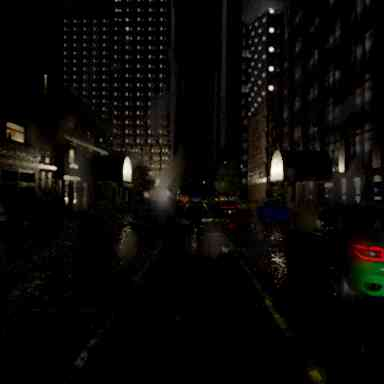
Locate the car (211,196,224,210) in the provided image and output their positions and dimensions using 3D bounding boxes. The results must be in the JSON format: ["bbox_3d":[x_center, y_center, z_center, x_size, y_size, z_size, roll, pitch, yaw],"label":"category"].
[{"bbox_3d":[3.569,1.630,43.999,1.994,1.385,4.181,0,0,1],"label":"car"}]

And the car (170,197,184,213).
[{"bbox_3d":[-2.236,1.576,36.563,1.947,1.339,4.313,0,0,1],"label":"car"}]

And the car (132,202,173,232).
[{"bbox_3d":[-2.454,1.543,19.993,2.008,1.369,4.403,0,0,1],"label":"car"}]

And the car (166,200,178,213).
[{"bbox_3d":[-2.381,1.542,25.516,1.887,1.381,4.507,0,0,1],"label":"car"}]

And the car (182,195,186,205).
[{"bbox_3d":[-2.163,1.456,42.087,1.967,1.590,4.097,0,0,1],"label":"car"}]

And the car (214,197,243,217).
[{"bbox_3d":[3.445,1.556,32.210,1.837,1.490,4.892,0,0,1],"label":"car"}]

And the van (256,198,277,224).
[{"bbox_3d":[5.998,1.408,25.410,1.690,1.788,3.998,0,0,1],"label":"van"}]

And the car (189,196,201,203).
[{"bbox_3d":[0.927,1.554,72.318,1.882,1.535,5.008,0,0,1],"label":"car"}]

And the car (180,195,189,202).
[{"bbox_3d":[-1.728,1.498,75.230,1.967,1.590,4.097,0,0,1],"label":"car"}]

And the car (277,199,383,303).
[{"bbox_3d":[3.991,1.262,8.385,2.150,2.045,5.566,0,0,1],"label":"car"}]

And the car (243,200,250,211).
[{"bbox_3d":[6.218,1.611,42.150,1.752,1.417,4.829,0,0,1],"label":"car"}]

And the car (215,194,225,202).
[{"bbox_3d":[6.723,1.450,80.648,2.192,1.841,5.009,0,0,1],"label":"car"}]

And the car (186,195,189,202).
[{"bbox_3d":[-1.946,1.618,58.659,1.802,1.307,4.206,0,0,1],"label":"car"}]

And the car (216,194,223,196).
[{"bbox_3d":[6.580,1.645,69.769,1.752,1.417,4.829,0,0,1],"label":"car"}]

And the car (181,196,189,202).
[{"bbox_3d":[-1.656,1.648,80.754,1.802,1.307,4.206,0,0,1],"label":"car"}]

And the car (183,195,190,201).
[{"bbox_3d":[-1.511,1.522,91.801,1.967,1.590,4.097,0,0,1],"label":"car"}]
